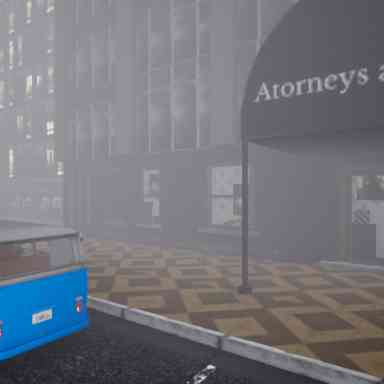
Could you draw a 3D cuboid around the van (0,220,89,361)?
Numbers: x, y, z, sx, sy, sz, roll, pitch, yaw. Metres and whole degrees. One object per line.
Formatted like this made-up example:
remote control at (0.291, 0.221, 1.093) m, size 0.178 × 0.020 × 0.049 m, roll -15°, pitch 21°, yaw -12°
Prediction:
van at (-3.405, 1.341, 5.287) m, size 3.998 × 1.788 × 1.690 m, roll 0°, pitch 0°, yaw 35°
